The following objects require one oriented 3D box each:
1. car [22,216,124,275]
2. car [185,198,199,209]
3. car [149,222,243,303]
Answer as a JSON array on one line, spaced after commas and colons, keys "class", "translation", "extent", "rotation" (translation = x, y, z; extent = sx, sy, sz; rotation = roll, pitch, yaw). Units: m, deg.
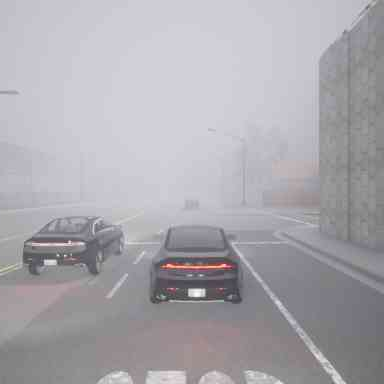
[{"class": "car", "translation": [-3.429, 1.492, 10.468], "extent": [2.128, 1.511, 4.902], "rotation": [0, 0, 0]}, {"class": "car", "translation": [-0.022, 1.492, 44.190], "extent": [2.128, 1.511, 4.902], "rotation": [0, 0, 0]}, {"class": "car", "translation": [0.079, 1.505, 8.200], "extent": [1.837, 1.490, 4.892], "rotation": [0, 0, 0]}]
